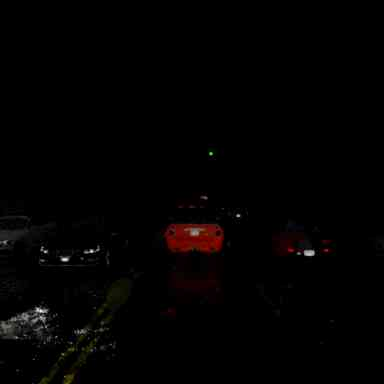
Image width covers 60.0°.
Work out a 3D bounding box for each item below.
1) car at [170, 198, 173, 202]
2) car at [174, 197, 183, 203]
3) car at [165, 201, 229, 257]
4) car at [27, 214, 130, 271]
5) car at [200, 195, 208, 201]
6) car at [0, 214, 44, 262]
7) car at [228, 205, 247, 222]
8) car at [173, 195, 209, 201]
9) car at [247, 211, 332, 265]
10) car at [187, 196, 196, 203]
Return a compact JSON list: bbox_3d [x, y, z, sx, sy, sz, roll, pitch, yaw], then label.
[{"bbox_3d":[-3.273,1.869,65.707,1.895,1.301,4.718,0,0,0],"label":"car"},{"bbox_3d":[-3.272,1.861,81.237,1.994,1.385,4.181,0,0,0],"label":"car"},{"bbox_3d":[0.095,1.414,13.321,2.097,1.767,4.553,0,0,0],"label":"car"},{"bbox_3d":[-3.344,1.559,11.194,1.837,1.490,4.892,0,-1,0],"label":"car"},{"bbox_3d":[3.225,1.643,90.026,1.882,1.535,5.008,0,0,0],"label":"car"},{"bbox_3d":[-6.588,1.584,12.562,1.812,1.442,4.674,0,0,0],"label":"car"},{"bbox_3d":[3.344,1.685,25.902,1.994,1.385,4.181,0,0,0],"label":"car"},{"bbox_3d":[-0.197,1.349,27.284,2.150,2.045,5.566,0,0,-4],"label":"car"},{"bbox_3d":[3.346,1.581,11.781,1.812,1.442,4.674,0,0,0],"label":"car"},{"bbox_3d":[-0.022,1.826,79.603,2.128,1.511,4.902,0,0,0],"label":"car"}]
